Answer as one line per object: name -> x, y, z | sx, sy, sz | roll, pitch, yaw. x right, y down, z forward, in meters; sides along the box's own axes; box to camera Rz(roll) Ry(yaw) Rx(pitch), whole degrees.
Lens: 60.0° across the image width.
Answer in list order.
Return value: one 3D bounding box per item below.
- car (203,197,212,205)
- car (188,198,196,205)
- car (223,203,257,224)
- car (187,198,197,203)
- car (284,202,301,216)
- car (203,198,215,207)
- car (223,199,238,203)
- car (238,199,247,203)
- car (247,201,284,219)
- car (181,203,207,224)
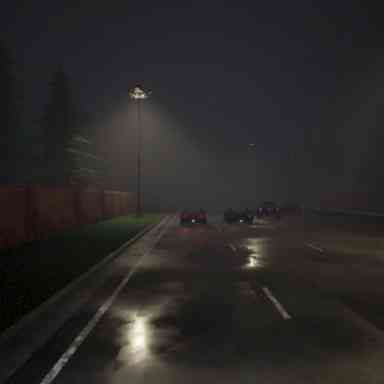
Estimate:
car -> 3.494, 2.017, 74.747 | 1.882, 1.535, 5.008 | 0, -1, 0
car -> -0.006, 2.039, 74.747 | 1.837, 1.490, 4.892 | 0, -1, 0
car -> 3.598, 1.839, 26.615 | 1.895, 1.301, 4.718 | 0, -1, 0
car -> -0.005, 2.104, 64.743 | 1.812, 1.442, 4.674 | 0, -1, 0
car -> 10.597, 1.822, 37.053 | 2.128, 1.511, 4.902 | 0, -1, 0
car -> 3.495, 2.078, 64.327 | 1.837, 1.490, 4.892 | 0, -1, 0
car -> 6.995, 2.121, 64.327 | 2.033, 1.411, 5.357 | 0, -1, 0
car -> 10.494, 2.165, 68.460 | 1.994, 1.385, 4.181 | 0, -1, 0
car -> 7.099, 1.646, 32.635 | 2.097, 1.767, 4.553 | 0, 0, 0
car -> 0.098, 1.840, 26.639 | 1.895, 1.301, 4.718 | 0, -1, 0
